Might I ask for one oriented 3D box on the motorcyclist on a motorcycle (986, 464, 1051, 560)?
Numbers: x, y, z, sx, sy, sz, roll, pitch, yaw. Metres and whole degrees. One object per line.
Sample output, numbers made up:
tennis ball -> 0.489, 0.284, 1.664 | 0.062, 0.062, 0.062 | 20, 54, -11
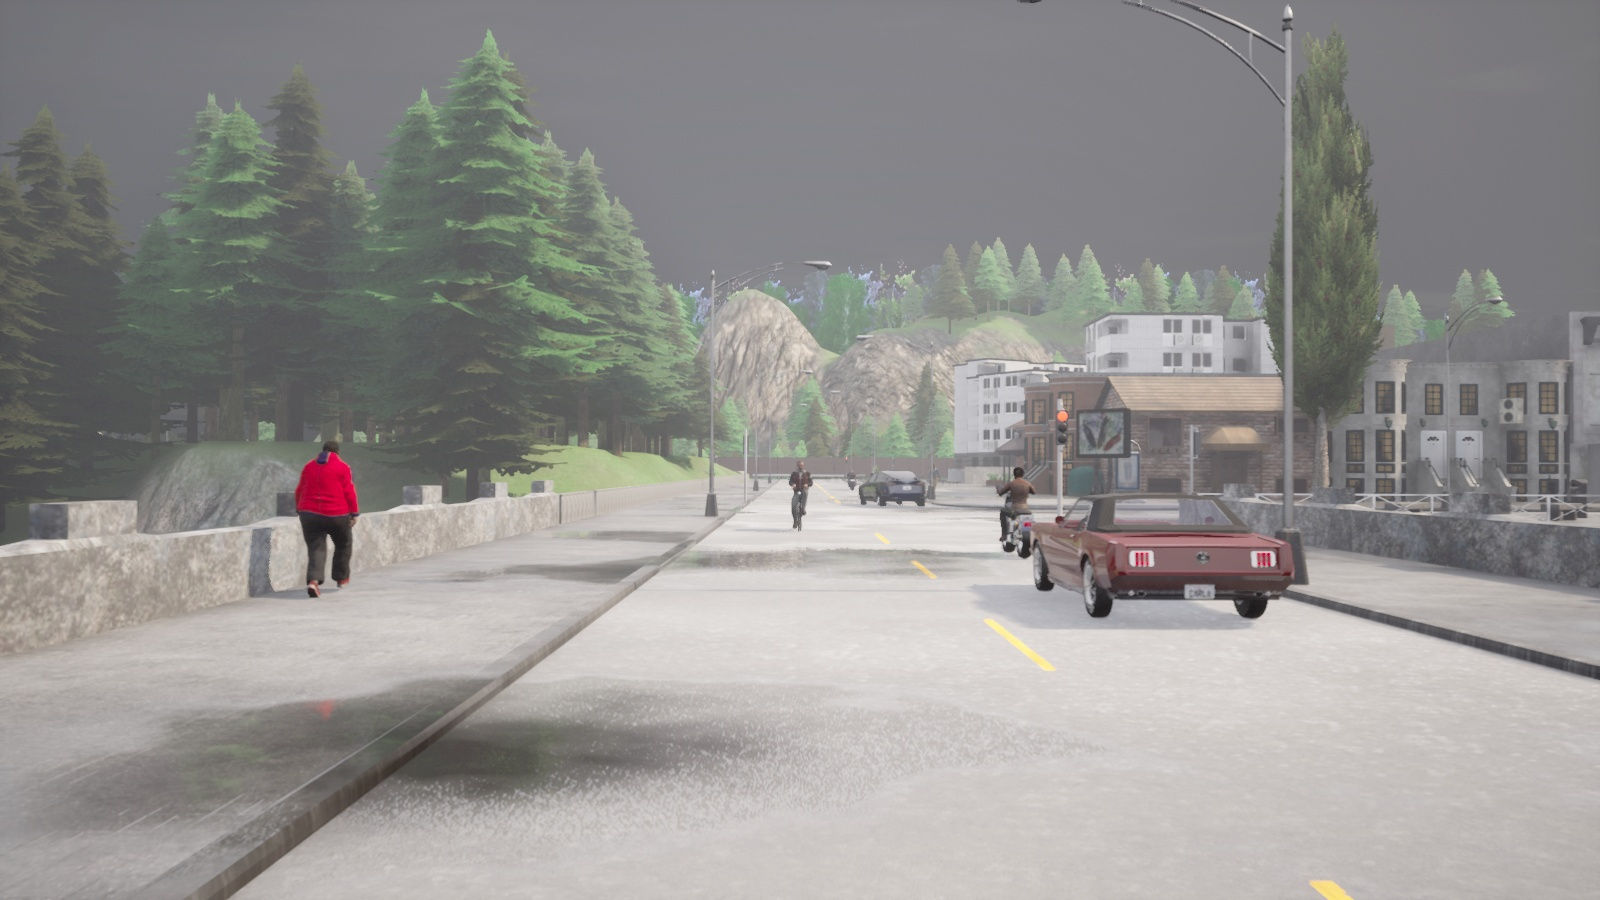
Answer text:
motorcyclist on a motorcycle -> 3.942, 1.085, 22.845 | 0.766, 1.649, 2.350 | 0, -1, 0

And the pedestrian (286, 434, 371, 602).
pedestrian -> -5.348, 0.755, 14.295 | 0.634, 1.844, 0.899 | 0, -1, -1

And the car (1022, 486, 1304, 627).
car -> 3.962, 1.113, 14.627 | 1.895, 1.301, 4.718 | 0, -1, 0

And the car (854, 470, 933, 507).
car -> 3.898, 1.586, 53.319 | 2.163, 1.488, 4.792 | 0, -1, -11
